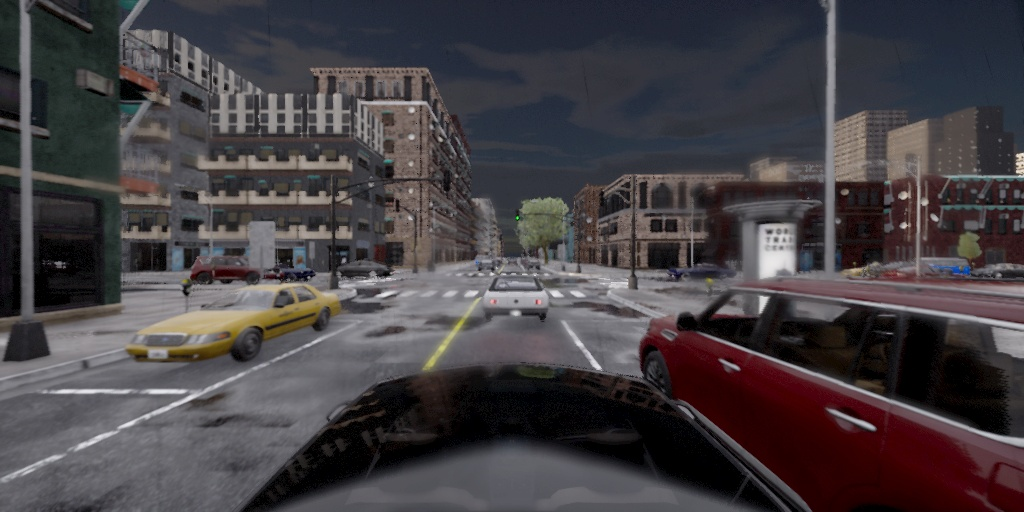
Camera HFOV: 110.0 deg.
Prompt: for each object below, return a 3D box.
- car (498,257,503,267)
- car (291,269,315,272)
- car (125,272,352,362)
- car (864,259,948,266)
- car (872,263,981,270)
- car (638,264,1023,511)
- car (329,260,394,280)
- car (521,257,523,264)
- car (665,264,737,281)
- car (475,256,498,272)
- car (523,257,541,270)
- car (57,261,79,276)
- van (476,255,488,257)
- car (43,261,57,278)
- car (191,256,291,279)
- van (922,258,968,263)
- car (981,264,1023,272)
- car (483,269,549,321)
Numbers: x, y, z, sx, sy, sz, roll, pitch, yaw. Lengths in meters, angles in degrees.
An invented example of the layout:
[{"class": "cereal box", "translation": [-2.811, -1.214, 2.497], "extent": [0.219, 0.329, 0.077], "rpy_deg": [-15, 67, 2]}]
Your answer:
[{"class": "car", "translation": [-2.963, 1.070, 58.069], "extent": [1.994, 1.385, 4.181], "rpy_deg": [0, 0, 1]}, {"class": "car", "translation": [-16.438, 1.180, 25.160], "extent": [4.718, 1.301, 1.895], "rpy_deg": [0, 0, 0]}, {"class": "car", "translation": [-5.681, 1.241, 8.168], "extent": [1.751, 1.417, 4.829], "rpy_deg": [0, 0, 0]}, {"class": "car", "translation": [30.964, 1.234, 28.633], "extent": [5.008, 1.535, 1.882], "rpy_deg": [0, 0, 0]}, {"class": "car", "translation": [26.181, 1.310, 22.773], "extent": [4.507, 1.381, 1.888], "rpy_deg": [0, 0, 0]}, {"class": "car", "translation": [2.692, 1.059, 2.784], "extent": [2.192, 1.841, 5.009], "rpy_deg": [0, 0, 0]}, {"class": "car", "translation": [-11.856, 1.086, 28.257], "extent": [4.892, 1.490, 1.837], "rpy_deg": [0, -1, 5]}, {"class": "car", "translation": [2.771, 0.967, 51.970], "extent": [1.967, 1.591, 4.097], "rpy_deg": [0, 0, 0]}, {"class": "car", "translation": [14.992, 1.285, 28.551], "extent": [4.718, 1.301, 1.895], "rpy_deg": [0, 0, 0]}, {"class": "car", "translation": [-3.028, 1.085, 43.143], "extent": [1.812, 1.442, 4.674], "rpy_deg": [0, 1, 1]}, {"class": "car", "translation": [2.762, 1.098, 46.273], "extent": [2.007, 1.370, 4.403], "rpy_deg": [0, 0, 0]}, {"class": "car", "translation": [-39.948, 1.064, 30.842], "extent": [4.207, 1.307, 1.802], "rpy_deg": [0, 0, 0]}, {"class": "van", "translation": [-5.591, 0.828, 63.379], "extent": [1.690, 1.789, 3.998], "rpy_deg": [0, 0, 0]}, {"class": "car", "translation": [-35.601, 1.029, 25.077], "extent": [4.892, 1.490, 1.837], "rpy_deg": [0, 0, 0]}, {"class": "car", "translation": [-17.243, 0.905, 22.586], "extent": [5.009, 1.841, 2.192], "rpy_deg": [0, 0, 0]}, {"class": "van", "translation": [37.184, 1.113, 31.266], "extent": [3.998, 1.789, 1.690], "rpy_deg": [0, 0, 0]}, {"class": "car", "translation": [42.710, 1.351, 31.297], "extent": [4.403, 1.370, 2.007], "rpy_deg": [0, 0, 0]}, {"class": "car", "translation": [0.117, 1.296, 12.201], "extent": [1.895, 1.301, 4.718], "rpy_deg": [0, 0, 0]}]
